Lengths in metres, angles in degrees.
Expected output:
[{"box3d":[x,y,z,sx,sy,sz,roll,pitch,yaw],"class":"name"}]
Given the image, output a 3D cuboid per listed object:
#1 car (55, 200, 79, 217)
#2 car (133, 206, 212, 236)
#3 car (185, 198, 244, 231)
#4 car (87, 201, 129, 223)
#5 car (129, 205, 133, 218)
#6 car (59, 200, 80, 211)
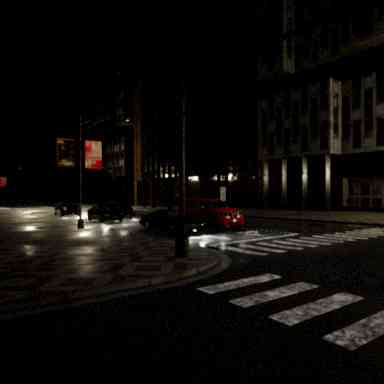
[{"box3d":[-14.655,1.898,39.215,2.097,1.767,4.553,0,-1,-35],"class":"car"},{"box3d":[-1.396,1.787,20.680,2.033,1.411,5.357,0,-1,-36],"class":"car"},{"box3d":[1.088,1.447,22.838,2.150,2.045,5.566,0,-1,-34],"class":"car"},{"box3d":[-7.754,1.864,29.558,1.882,1.535,5.008,0,-1,-36],"class":"car"},{"box3d":[-7.659,1.779,35.008,2.097,1.767,4.553,0,-1,-36],"class":"car"},{"box3d":[-18.613,2.012,50.459,1.812,1.442,4.674,0,-1,-36],"class":"car"}]
